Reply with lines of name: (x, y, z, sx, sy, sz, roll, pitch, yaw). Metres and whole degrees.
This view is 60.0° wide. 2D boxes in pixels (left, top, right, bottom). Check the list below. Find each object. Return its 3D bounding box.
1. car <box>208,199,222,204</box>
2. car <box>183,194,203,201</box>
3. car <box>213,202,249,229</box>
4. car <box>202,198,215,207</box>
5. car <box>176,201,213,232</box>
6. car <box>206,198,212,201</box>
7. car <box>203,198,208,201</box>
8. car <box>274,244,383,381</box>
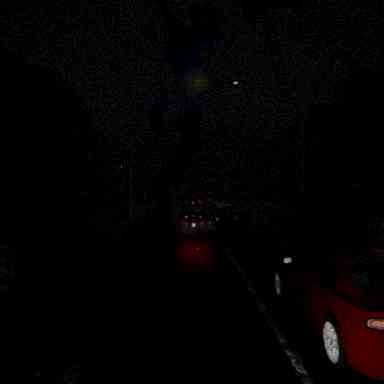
car: (2.621, 1.580, 27.213, 2.008, 1.369, 4.403, -1, 0, 0)
car: (0.097, 1.272, 38.713, 2.150, 2.045, 5.566, 0, 0, 0)
car: (2.623, 1.586, 21.806, 1.947, 1.339, 4.313, -1, 0, 0)
car: (2.616, 1.637, 54.245, 1.887, 1.381, 4.507, -1, 0, 0)
car: (0.095, 1.525, 20.418, 1.837, 1.490, 4.892, 0, 0, 0)
car: (2.620, 1.584, 32.619, 1.887, 1.381, 4.507, -1, 0, 0)
car: (2.619, 1.602, 38.025, 2.008, 1.369, 4.403, -1, 0, 0)
car: (2.626, 1.548, 5.587, 1.887, 1.381, 4.507, -1, 0, 0)
